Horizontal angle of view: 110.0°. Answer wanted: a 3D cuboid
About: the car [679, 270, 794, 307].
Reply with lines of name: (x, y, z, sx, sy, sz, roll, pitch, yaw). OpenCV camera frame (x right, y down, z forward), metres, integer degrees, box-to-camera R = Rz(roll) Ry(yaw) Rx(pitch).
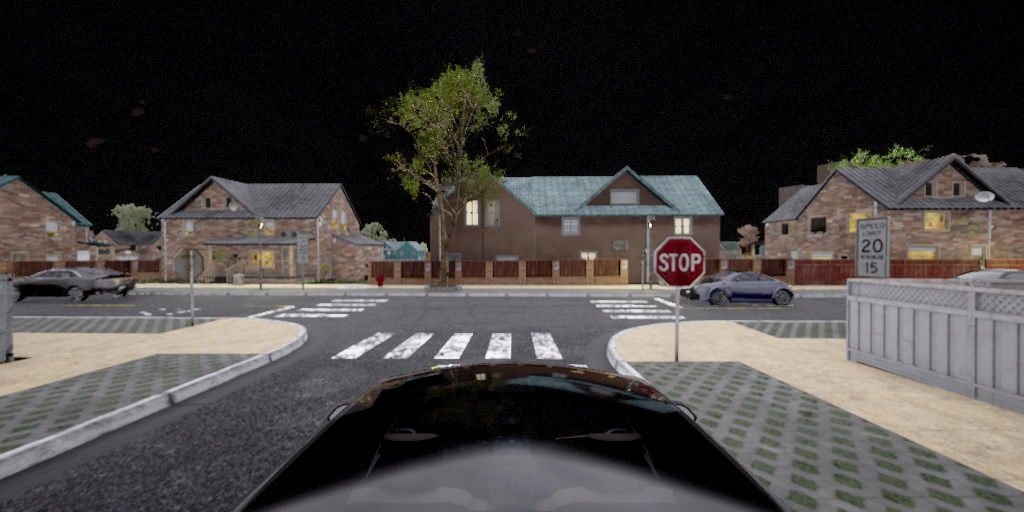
car: (9.502, 1.332, 15.346, 4.181, 1.385, 1.994, 0, 1, -2)

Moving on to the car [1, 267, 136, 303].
car: (-20.237, 1.261, 16.440, 4.902, 1.511, 2.128, 0, 1, 2)

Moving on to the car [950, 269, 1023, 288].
car: (20.337, 1.286, 15.154, 4.674, 1.442, 1.812, 0, 1, 1)
